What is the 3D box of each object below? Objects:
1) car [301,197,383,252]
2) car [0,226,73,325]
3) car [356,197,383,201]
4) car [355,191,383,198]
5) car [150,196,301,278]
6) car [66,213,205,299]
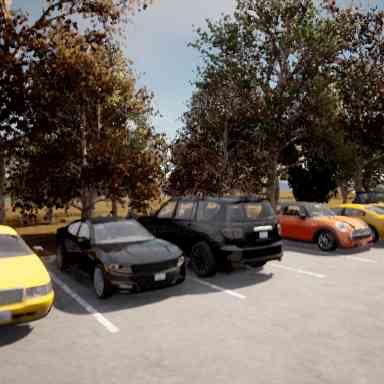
[{"bbox_3d":[4.715,1.221,13.461,2.185,1.767,4.553,-1,0,-35],"label":"car"},{"bbox_3d":[-4.243,1.415,6.805,1.946,1.575,5.366,0,0,-35],"label":"car"},{"bbox_3d":[9.262,1.260,16.893,1.946,1.575,5.366,-1,1,-35],"label":"car"},{"bbox_3d":[11.650,0.969,18.334,2.435,2.045,5.566,-1,1,-35],"label":"car"},{"bbox_3d":[0.173,1.147,10.217,2.435,2.045,5.566,0,0,-35],"label":"car"},{"bbox_3d":[-2.083,1.412,8.580,2.097,1.535,5.008,0,0,-36],"label":"car"}]
